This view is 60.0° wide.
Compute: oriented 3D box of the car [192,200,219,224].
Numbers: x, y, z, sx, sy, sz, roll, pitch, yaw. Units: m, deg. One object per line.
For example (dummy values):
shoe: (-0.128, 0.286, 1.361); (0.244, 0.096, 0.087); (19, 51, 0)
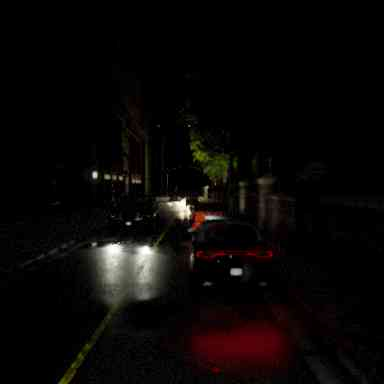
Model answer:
car: (0.897, 1.434, 25.224); (1.837, 1.490, 4.892); (0, 0, 0)

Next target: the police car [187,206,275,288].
police car: (0.898, 1.407, 9.334); (1.930, 1.638, 5.238); (0, 0, 0)

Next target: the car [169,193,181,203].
car: (-3.062, 1.032, 60.279); (2.097, 1.767, 4.553); (0, 1, 0)

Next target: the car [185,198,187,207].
car: (0.019, 1.286, 48.173); (2.128, 1.511, 4.902); (0, 0, 0)

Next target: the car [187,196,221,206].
car: (0.897, 1.303, 19.194); (2.097, 1.767, 4.553); (0, 0, 0)

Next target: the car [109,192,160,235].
car: (-3.102, 1.174, 19.000); (2.150, 2.045, 5.566); (0, 0, 0)
